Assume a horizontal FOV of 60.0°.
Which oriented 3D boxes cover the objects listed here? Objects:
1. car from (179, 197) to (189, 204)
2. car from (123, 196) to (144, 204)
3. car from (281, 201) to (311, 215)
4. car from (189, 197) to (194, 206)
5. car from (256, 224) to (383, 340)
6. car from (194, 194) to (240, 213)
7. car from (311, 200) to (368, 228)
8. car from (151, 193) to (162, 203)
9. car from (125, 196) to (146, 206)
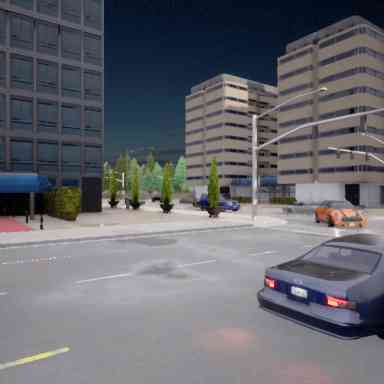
[{"bbox_3d":[-0.732,1.564,61.828,1.994,1.385,4.181,0,0,-34],"label":"car"},{"bbox_3d":[-11.370,1.493,64.603,2.128,1.511,4.902,0,0,-35],"label":"car"},{"bbox_3d":[11.224,1.601,32.606,1.895,1.301,4.718,0,0,-38],"label":"car"},{"bbox_3d":[2.040,1.600,45.358,1.895,1.301,4.718,0,0,-35],"label":"car"},{"bbox_3d":[3.659,1.547,6.438,5.357,1.411,2.033,0,0,-35],"label":"car"},{"bbox_3d":[3.043,1.221,37.836,2.150,2.045,5.566,0,0,-35],"label":"car"},{"bbox_3d":[9.742,1.352,22.003,2.097,1.767,4.553,-1,0,5],"label":"car"},{"bbox_3d":[-6.459,1.223,69.951,2.150,2.045,5.566,0,0,-35],"label":"car"},{"bbox_3d":[-9.343,1.505,55.515,1.837,1.490,4.892,0,0,-35],"label":"car"}]
